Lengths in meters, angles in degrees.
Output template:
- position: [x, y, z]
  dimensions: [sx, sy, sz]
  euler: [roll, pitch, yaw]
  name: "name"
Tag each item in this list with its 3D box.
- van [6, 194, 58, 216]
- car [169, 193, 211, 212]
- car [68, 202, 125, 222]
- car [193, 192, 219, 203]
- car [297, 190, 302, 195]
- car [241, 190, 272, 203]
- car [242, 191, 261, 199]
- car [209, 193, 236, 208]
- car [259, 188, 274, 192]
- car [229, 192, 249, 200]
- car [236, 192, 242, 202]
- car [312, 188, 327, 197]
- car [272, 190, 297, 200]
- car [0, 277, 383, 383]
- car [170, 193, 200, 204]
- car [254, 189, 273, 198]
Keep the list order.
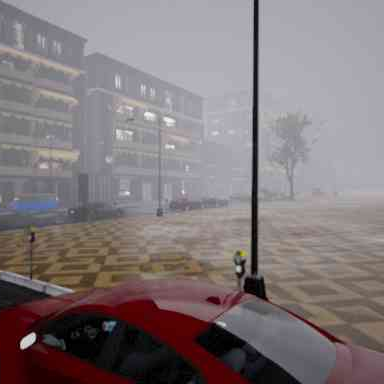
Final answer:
- position: [-13.645, 1.043, 28.606]
  dimensions: [1.690, 1.788, 3.998]
  euler: [2, 2, 35]
  name: "van"
- position: [-0.406, 1.137, 32.961]
  dimensions: [1.887, 1.381, 4.507]
  euler: [2, 2, 35]
  name: "car"
- position: [-6.770, 1.334, 23.823]
  dimensions: [1.947, 1.339, 4.313]
  euler: [2, 2, 35]
  name: "car"
- position: [2.266, 0.815, 51.461]
  dimensions: [2.008, 1.369, 4.403]
  euler: [2, 2, 35]
  name: "car"
- position: [27.726, 0.122, 88.021]
  dimensions: [1.887, 1.381, 4.507]
  euler: [2, 2, 35]
  name: "car"
- position: [9.142, 0.882, 46.672]
  dimensions: [2.008, 1.369, 4.403]
  euler: [2, 2, 35]
  name: "car"
- position: [11.716, 0.533, 65.030]
  dimensions: [1.752, 1.417, 4.829]
  euler: [2, 2, 35]
  name: "car"
- position: [2.777, 1.056, 37.532]
  dimensions: [2.008, 1.369, 4.403]
  euler: [2, 2, 35]
  name: "car"
- position: [13.113, 0.363, 57.095]
  dimensions: [2.150, 2.045, 5.566]
  euler: [1, 1, 35]
  name: "car"
- position: [8.631, 0.657, 60.602]
  dimensions: [1.947, 1.339, 4.313]
  euler: [2, 2, 35]
  name: "car"
- position: [7.233, 0.795, 48.554]
  dimensions: [2.128, 1.511, 4.902]
  euler: [1, 1, 34]
  name: "car"
- position: [28.964, 0.014, 75.669]
  dimensions: [2.150, 2.045, 5.566]
  euler: [1, 1, 35]
  name: "car"
- position: [15.605, 0.681, 55.951]
  dimensions: [1.752, 1.417, 4.829]
  euler: [2, 2, 35]
  name: "car"
- position: [-0.423, 1.545, 3.170]
  dimensions: [4.507, 1.381, 1.887]
  euler: [0, 0, 36]
  name: "car"
- position: [-0.917, 0.917, 46.891]
  dimensions: [1.947, 1.339, 4.313]
  euler: [2, 2, 35]
  name: "car"
- position: [14.999, 0.235, 69.735]
  dimensions: [2.192, 1.841, 5.009]
  euler: [2, 2, 35]
  name: "car"
